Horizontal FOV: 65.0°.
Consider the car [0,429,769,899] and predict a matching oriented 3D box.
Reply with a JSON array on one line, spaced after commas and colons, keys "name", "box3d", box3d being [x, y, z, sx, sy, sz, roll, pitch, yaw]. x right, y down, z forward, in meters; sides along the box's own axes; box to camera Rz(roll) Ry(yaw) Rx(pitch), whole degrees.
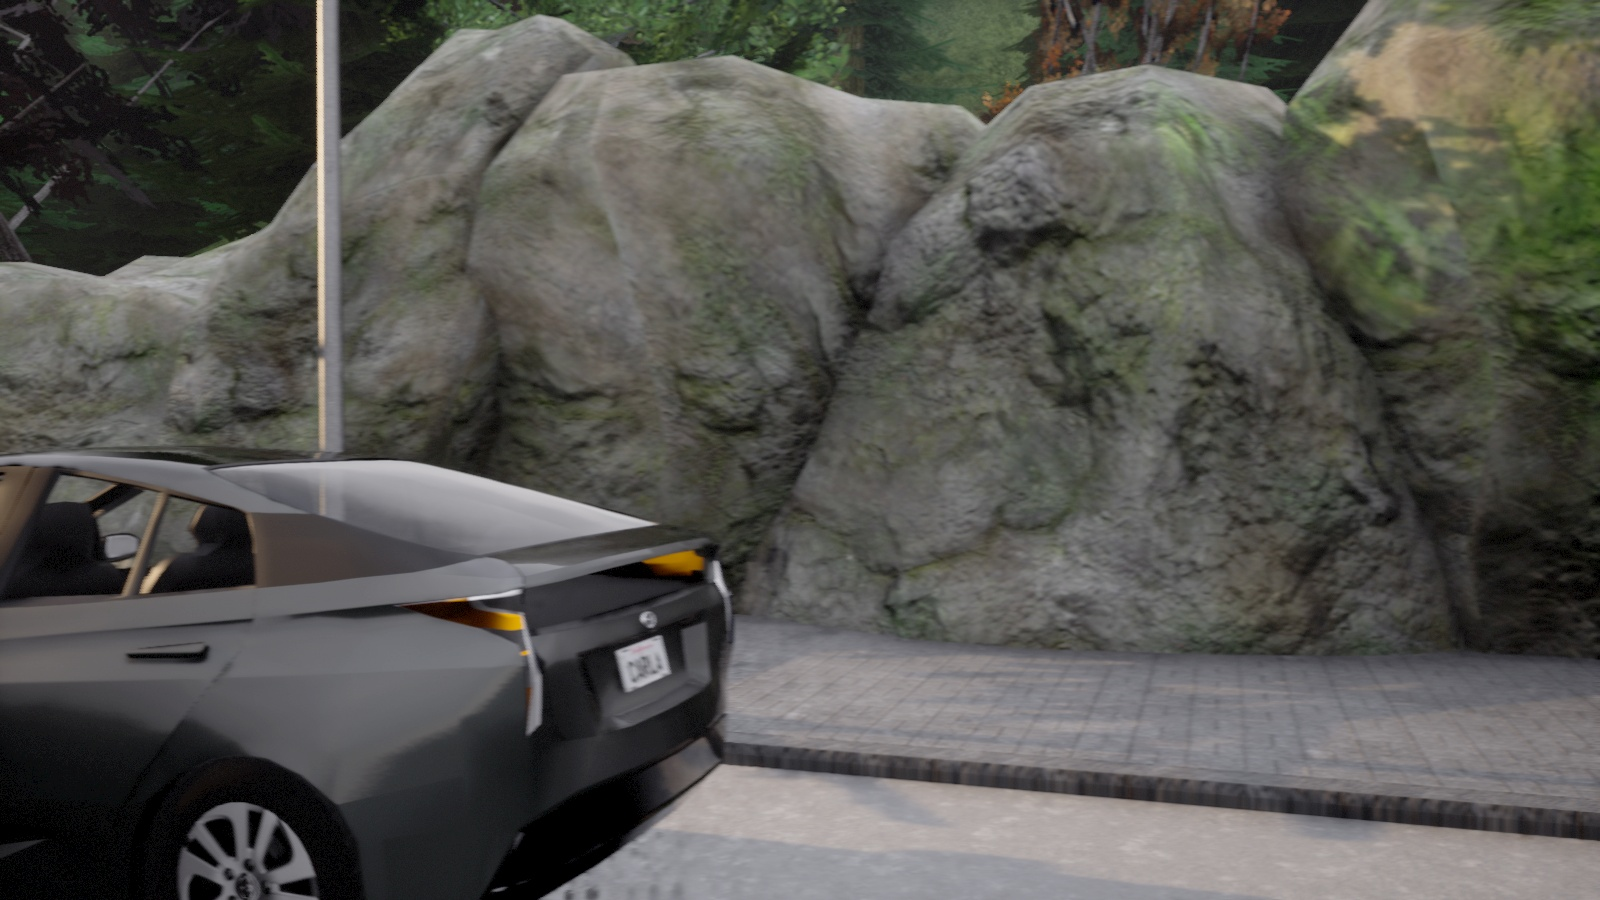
[{"name": "car", "box3d": [-2.581, 0.691, 4.589, 4.514, 1.525, 2.007, 1, 1, 19]}]
